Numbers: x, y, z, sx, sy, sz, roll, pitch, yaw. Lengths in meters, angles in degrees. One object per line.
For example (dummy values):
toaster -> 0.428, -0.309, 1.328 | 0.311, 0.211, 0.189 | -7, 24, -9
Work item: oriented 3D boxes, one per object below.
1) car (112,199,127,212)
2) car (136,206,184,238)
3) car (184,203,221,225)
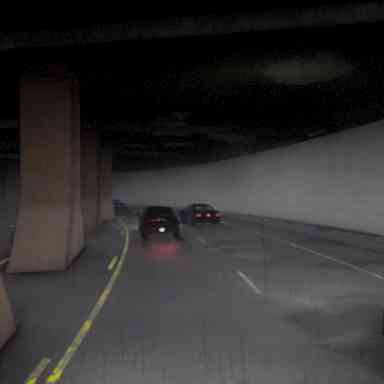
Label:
car -> -9.182, 1.520, 37.974 | 2.033, 1.411, 5.357 | 0, 0, -32
car -> -1.856, 1.485, 17.687 | 1.837, 1.490, 4.892 | 0, 0, -11
car -> 0.409, 1.513, 23.645 | 2.033, 1.411, 5.357 | 0, 0, -15
